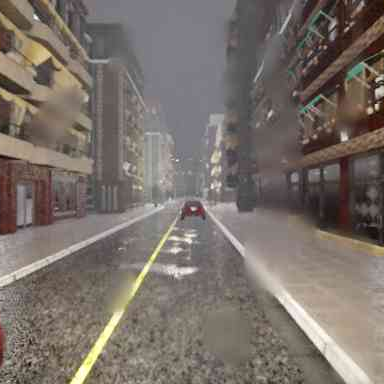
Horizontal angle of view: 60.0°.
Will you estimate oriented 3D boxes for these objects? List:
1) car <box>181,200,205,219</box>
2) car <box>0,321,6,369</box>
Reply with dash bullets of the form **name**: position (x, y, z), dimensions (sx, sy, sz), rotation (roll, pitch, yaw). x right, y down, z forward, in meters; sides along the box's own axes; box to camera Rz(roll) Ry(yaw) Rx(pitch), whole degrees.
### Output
- **car**: position (0.121, 1.512, 30.590), dimensions (2.097, 1.767, 4.553), rotation (0, 0, 0)
- **car**: position (-2.849, 1.534, 1.692), dimensions (1.812, 1.442, 4.674), rotation (0, 0, 0)
